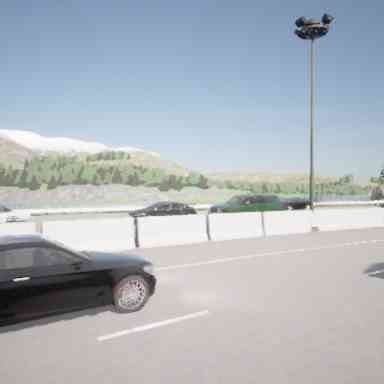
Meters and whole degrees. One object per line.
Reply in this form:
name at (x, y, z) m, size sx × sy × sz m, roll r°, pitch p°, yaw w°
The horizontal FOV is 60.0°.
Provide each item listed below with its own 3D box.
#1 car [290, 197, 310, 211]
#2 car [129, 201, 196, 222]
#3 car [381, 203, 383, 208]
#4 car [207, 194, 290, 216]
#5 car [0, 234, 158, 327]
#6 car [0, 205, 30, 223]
car at (12.152, 1.421, 39.565) m, size 5.008 × 1.535 × 1.882 m, roll 0°, pitch 0°, yaw -29°
car at (-2.012, 1.431, 23.374) m, size 4.892 × 1.490 × 1.837 m, roll 0°, pitch 0°, yaw -31°
car at (27.009, 1.529, 43.839) m, size 4.674 × 1.442 × 1.812 m, roll 0°, pitch 0°, yaw -29°
car at (3.723, 1.174, 22.726) m, size 5.566 × 2.045 × 2.150 m, roll 0°, pitch 0°, yaw -30°
car at (-2.866, 1.496, 5.918) m, size 4.674 × 1.442 × 1.812 m, roll 0°, pitch 0°, yaw -35°
car at (-12.735, 1.489, 20.602) m, size 4.718 × 1.301 × 1.895 m, roll 0°, pitch 0°, yaw -35°
